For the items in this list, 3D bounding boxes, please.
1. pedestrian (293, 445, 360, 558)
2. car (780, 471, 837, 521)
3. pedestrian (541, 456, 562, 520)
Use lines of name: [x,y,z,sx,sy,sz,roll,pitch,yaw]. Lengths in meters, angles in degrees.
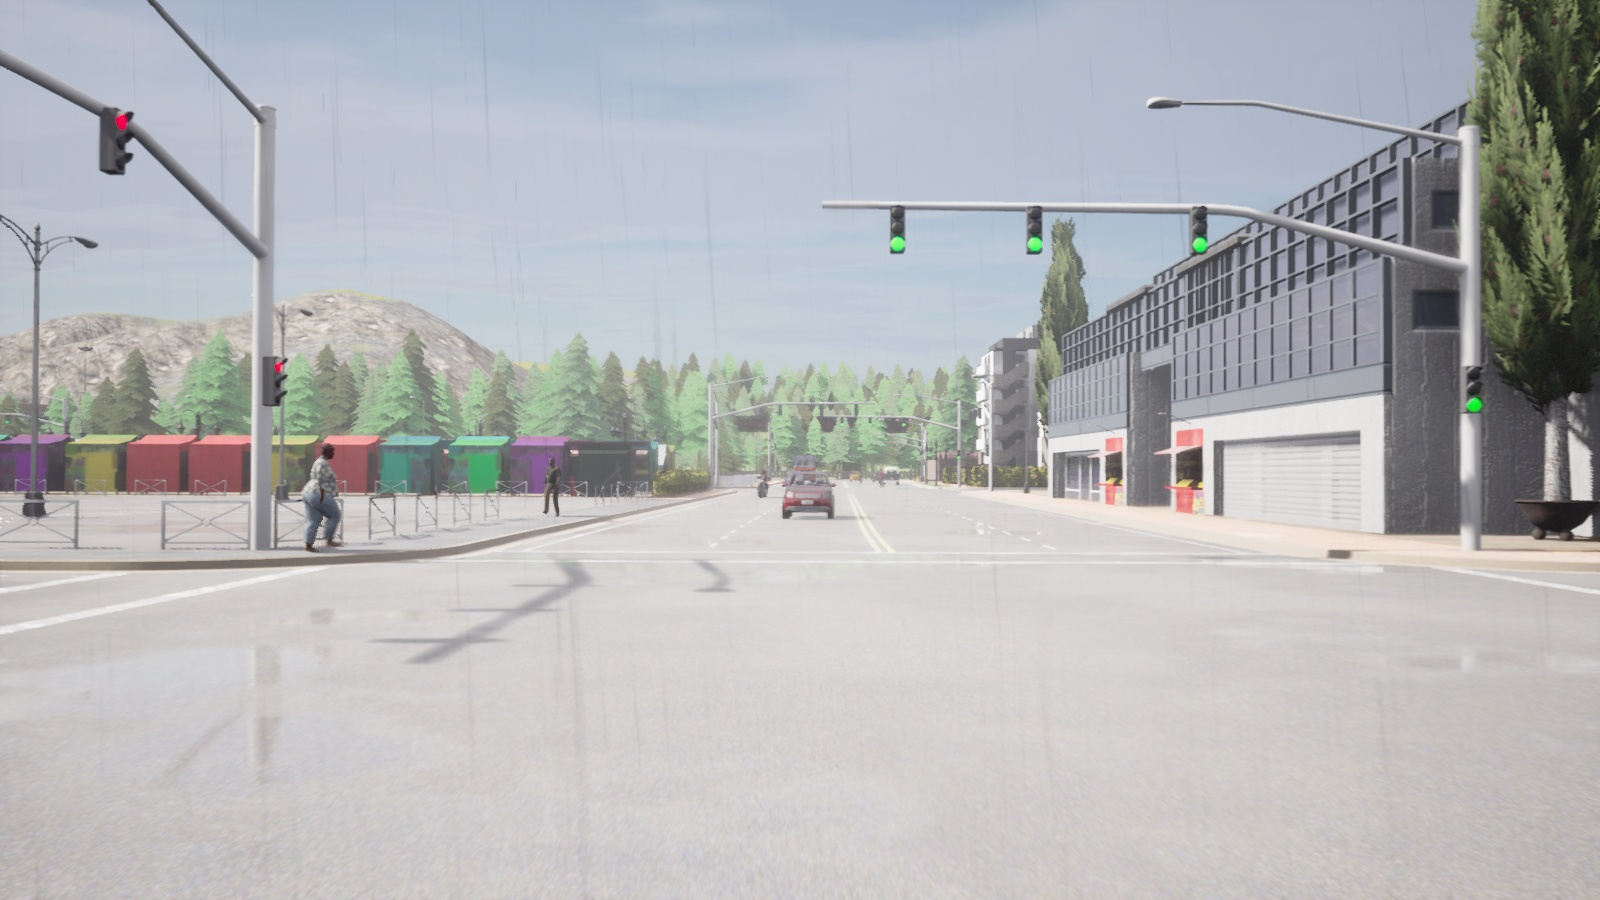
pedestrian: [-8.039,0.863,21.322,0.900,1.855,0.874,0,-1,-33]
car: [0.311,1.483,41.301,1.789,1.549,3.705,0,-1,2]
pedestrian: [-7.469,1.136,37.784,0.395,1.930,0.692,0,-1,11]
